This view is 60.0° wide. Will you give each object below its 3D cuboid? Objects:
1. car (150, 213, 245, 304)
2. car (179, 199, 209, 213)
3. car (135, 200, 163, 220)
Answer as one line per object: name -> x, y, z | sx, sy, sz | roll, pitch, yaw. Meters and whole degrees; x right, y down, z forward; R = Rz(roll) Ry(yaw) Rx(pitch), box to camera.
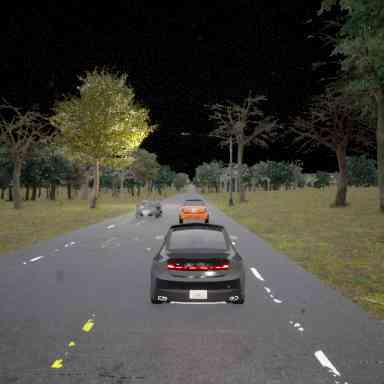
car -> 0.116, 1.502, 8.112 | 1.837, 1.490, 4.892 | 0, 0, 0
car -> 0.149, 1.320, 25.050 | 2.097, 1.767, 4.553 | 0, 0, 0
car -> -3.545, 1.451, 28.004 | 2.128, 1.511, 4.902 | 0, 0, 0
